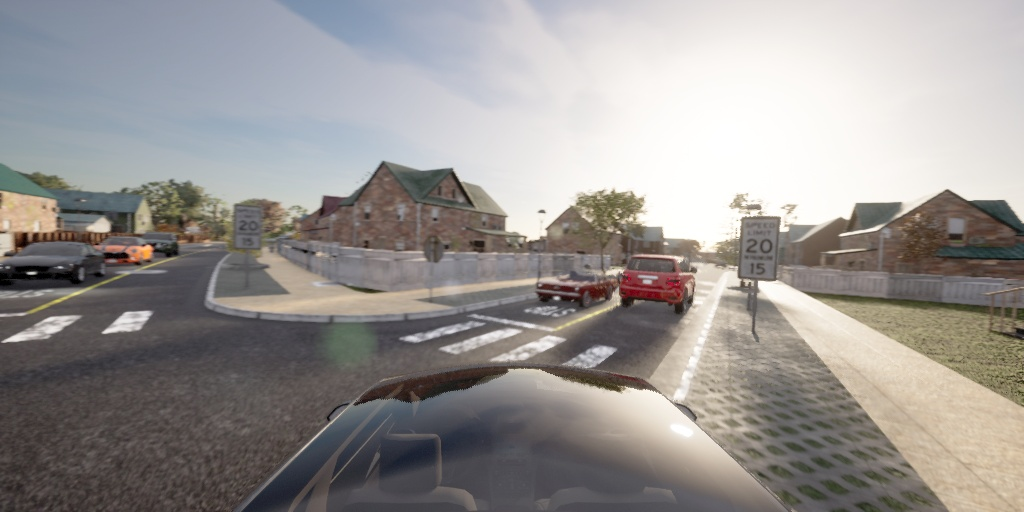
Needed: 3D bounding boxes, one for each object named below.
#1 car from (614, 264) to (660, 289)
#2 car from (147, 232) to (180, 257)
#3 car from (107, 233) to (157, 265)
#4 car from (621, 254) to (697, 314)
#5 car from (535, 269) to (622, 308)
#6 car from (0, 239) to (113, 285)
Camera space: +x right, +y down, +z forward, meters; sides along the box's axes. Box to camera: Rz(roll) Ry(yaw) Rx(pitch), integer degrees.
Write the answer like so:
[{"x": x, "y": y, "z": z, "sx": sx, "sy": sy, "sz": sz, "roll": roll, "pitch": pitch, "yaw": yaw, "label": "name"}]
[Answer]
[{"x": 8.410, "y": 1.261, "z": 23.815, "sx": 1.895, "sy": 1.301, "sz": 4.718, "roll": 3, "pitch": 1, "yaw": 32, "label": "car"}, {"x": -30.204, "y": -1.016, "z": 30.642, "sx": 2.150, "sy": 2.045, "sz": 5.566, "roll": 1, "pitch": 2, "yaw": -36, "label": "car"}, {"x": -23.892, "y": -0.396, "z": 22.054, "sx": 2.097, "sy": 1.767, "sz": 4.553, "roll": 1, "pitch": 2, "yaw": -37, "label": "car"}, {"x": 6.041, "y": 0.986, "z": 14.544, "sx": 2.150, "sy": 2.045, "sz": 5.566, "roll": 3, "pitch": 2, "yaw": 32, "label": "car"}, {"x": 2.761, "y": 1.209, "z": 14.691, "sx": 1.895, "sy": 1.301, "sz": 4.718, "roll": 3, "pitch": 2, "yaw": 32, "label": "car"}, {"x": -17.763, "y": 0.222, "z": 14.069, "sx": 1.837, "sy": 1.490, "sz": 4.892, "roll": 1, "pitch": 2, "yaw": -38, "label": "car"}]
